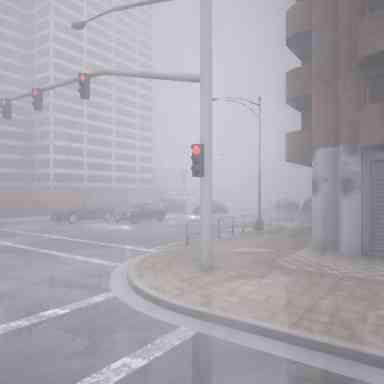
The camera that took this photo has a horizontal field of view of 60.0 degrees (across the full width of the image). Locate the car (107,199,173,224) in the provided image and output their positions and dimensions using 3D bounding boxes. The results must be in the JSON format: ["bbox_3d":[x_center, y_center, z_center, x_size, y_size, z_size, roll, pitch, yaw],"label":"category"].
[{"bbox_3d":[-3.840,1.526,25.193,1.812,1.442,4.674,0,0,35],"label":"car"}]

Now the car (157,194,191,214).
[{"bbox_3d":[-2.566,1.352,33.074,2.097,1.767,4.553,0,0,35],"label":"car"}]

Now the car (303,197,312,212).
[{"bbox_3d":[14.500,1.352,38.698,2.097,1.767,4.553,0,0,35],"label":"car"}]

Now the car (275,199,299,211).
[{"bbox_3d":[11.620,1.526,40.716,1.812,1.442,4.674,0,0,35],"label":"car"}]

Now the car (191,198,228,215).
[{"bbox_3d":[1.855,1.564,33.247,1.994,1.385,4.181,0,0,36],"label":"car"}]

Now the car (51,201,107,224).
[{"bbox_3d":[-8.141,1.478,25.206,1.882,1.535,5.008,0,0,35],"label":"car"}]
